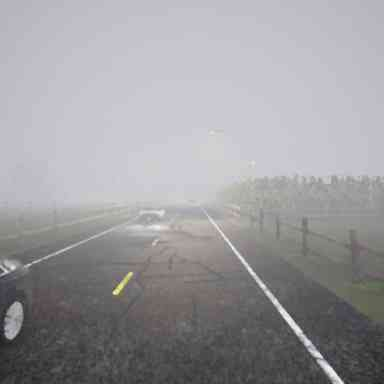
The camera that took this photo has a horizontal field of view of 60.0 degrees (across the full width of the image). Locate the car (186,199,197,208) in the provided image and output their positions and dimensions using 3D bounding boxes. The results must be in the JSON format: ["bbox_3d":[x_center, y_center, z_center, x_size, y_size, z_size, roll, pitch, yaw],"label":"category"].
[{"bbox_3d":[-0.011,2.183,58.746,1.895,1.301,4.718,0,-1,0],"label":"car"}]

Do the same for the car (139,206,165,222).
[{"bbox_3d":[-3.506,1.902,29.475,1.895,1.301,4.718,0,-1,0],"label":"car"}]

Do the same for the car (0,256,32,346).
[{"bbox_3d":[-3.593,1.541,3.665,1.837,1.490,4.892,0,0,0],"label":"car"}]

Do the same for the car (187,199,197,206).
[{"bbox_3d":[-0.013,2.151,68.722,2.033,1.411,5.357,0,-1,0],"label":"car"}]
